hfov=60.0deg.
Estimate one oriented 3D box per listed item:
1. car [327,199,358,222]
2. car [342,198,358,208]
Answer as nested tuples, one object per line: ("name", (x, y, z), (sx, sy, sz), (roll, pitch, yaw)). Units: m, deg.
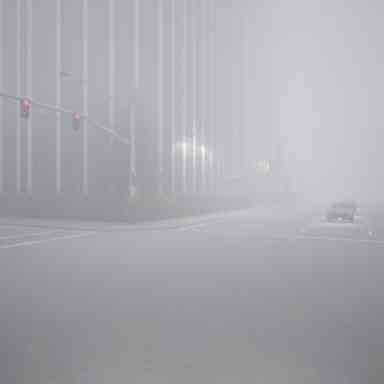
("car", (11.890, 1.535, 26.443), (2.033, 1.411, 5.357), (0, 0, 27))
("car", (22.694, 1.579, 47.650), (1.895, 1.301, 4.718), (0, 0, 27))
